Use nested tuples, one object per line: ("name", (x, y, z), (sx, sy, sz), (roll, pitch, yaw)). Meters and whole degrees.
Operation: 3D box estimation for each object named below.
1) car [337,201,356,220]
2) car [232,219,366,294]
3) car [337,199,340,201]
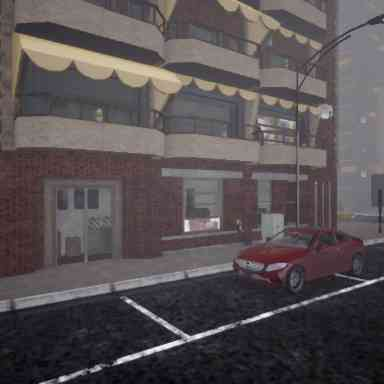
("car", (12.070, 1.834, 29.852), (1.752, 1.417, 4.829), (-1, 0, -36))
("car", (2.957, 1.580, 8.733), (4.206, 1.307, 1.802), (0, 0, -35))
("car", (15.352, 1.716, 39.528), (2.192, 1.841, 5.009), (-1, 0, -36))
